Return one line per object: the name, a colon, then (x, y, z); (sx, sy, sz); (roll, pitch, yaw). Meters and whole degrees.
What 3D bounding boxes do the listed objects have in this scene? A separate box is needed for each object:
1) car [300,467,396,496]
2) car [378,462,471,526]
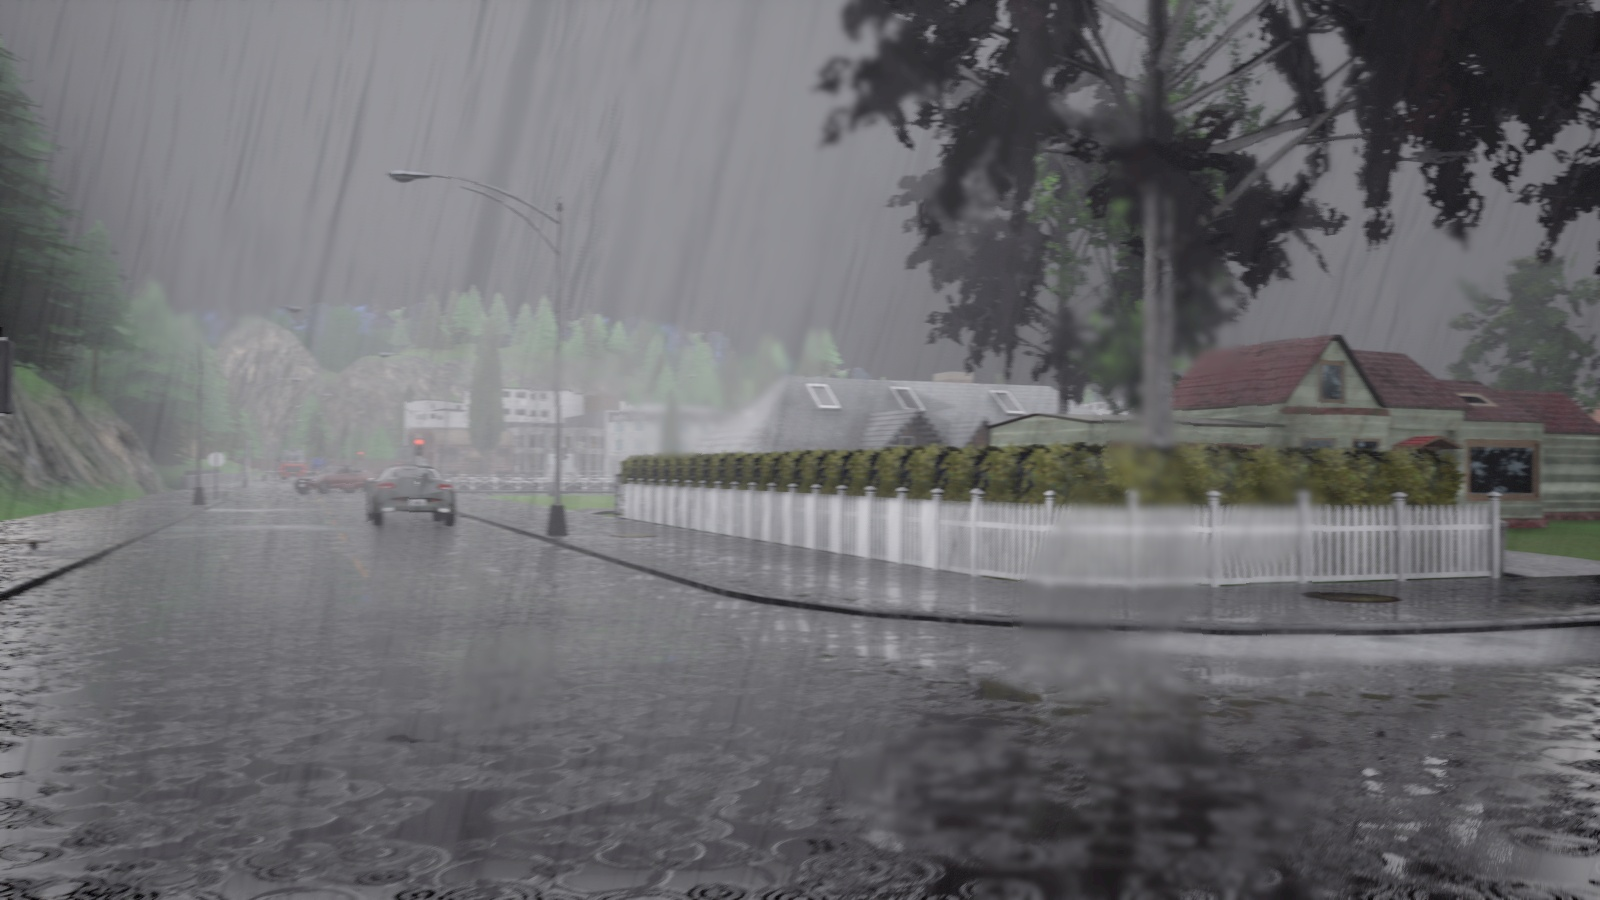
car: (-26.310, 1.835, 73.298); (2.152, 1.651, 5.027); (-1, -1, 30)
car: (-10.712, 1.196, 35.574); (2.152, 1.651, 5.027); (0, -1, -21)
